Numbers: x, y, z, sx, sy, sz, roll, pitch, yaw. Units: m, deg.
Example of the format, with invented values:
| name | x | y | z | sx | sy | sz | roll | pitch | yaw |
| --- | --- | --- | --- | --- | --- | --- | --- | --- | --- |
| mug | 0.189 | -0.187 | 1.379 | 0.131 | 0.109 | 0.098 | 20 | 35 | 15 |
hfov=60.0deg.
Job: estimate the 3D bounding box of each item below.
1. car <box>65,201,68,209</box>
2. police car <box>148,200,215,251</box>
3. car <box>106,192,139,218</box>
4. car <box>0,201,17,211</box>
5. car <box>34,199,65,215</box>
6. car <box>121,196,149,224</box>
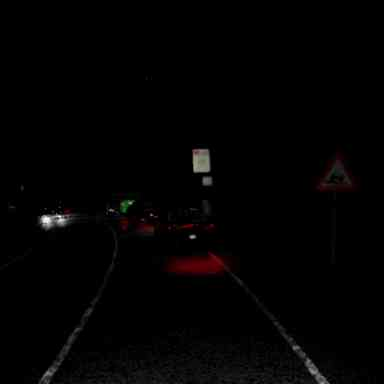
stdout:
| name | x | y | z | sx | sy | sz | roll | pitch | yaw |
| --- | --- | --- | --- | --- | --- | --- | --- | --- | --- |
| car | -18.935 | 1.702 | 45.644 | 4.902 | 1.511 | 2.128 | -2 | 2 | 41 |
| police car | -0.512 | 1.318 | 13.991 | 1.930 | 1.638 | 5.238 | -1 | 1 | -12 |
| car | -6.091 | 1.080 | 29.628 | 2.150 | 2.045 | 5.566 | -3 | 1 | -27 |
| car | -31.074 | 2.279 | 55.150 | 4.892 | 1.490 | 1.837 | -3 | 3 | 30 |
| car | -16.252 | 1.837 | 37.334 | 1.895 | 1.301 | 4.718 | -4 | 1 | -38 |
| car | -3.503 | 1.328 | 23.885 | 1.882 | 1.535 | 5.008 | -2 | 1 | -21 |
